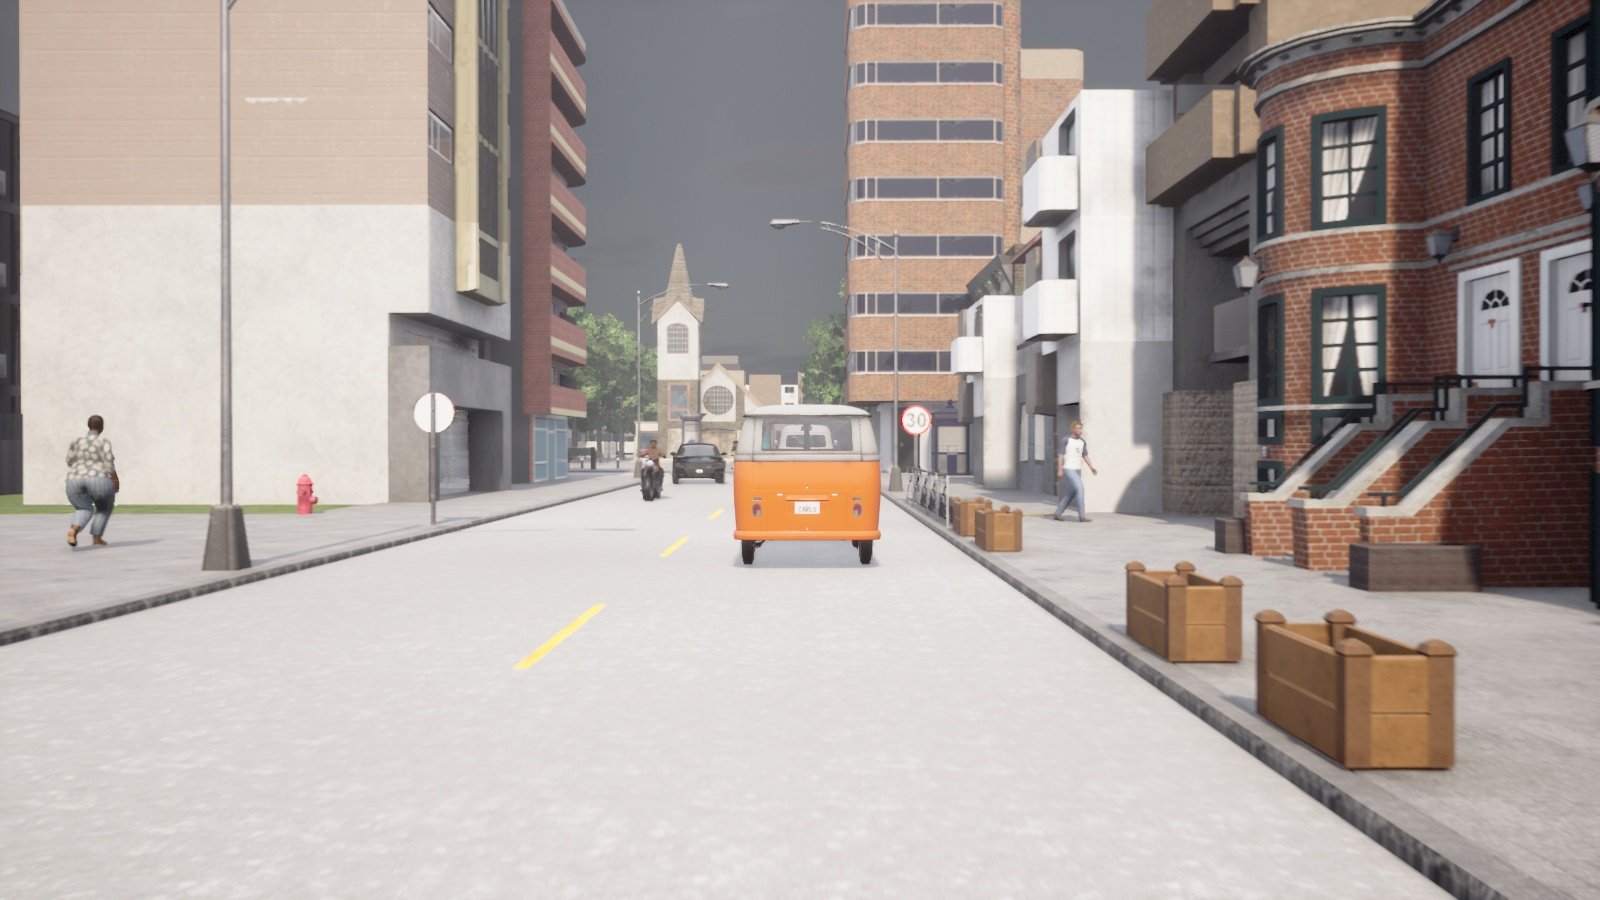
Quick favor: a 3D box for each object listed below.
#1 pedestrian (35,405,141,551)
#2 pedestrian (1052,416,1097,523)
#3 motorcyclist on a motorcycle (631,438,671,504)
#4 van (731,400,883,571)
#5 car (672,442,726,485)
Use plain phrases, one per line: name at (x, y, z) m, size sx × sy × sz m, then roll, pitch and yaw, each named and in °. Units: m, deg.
pedestrian at (-9.291, 0.356, 16.415) m, size 0.874 × 1.855 × 0.900 m, roll 0°, pitch 0°, yaw -1°
pedestrian at (4.776, 0.337, 21.892) m, size 0.354 × 1.836 × 0.706 m, roll 0°, pitch 0°, yaw -36°
motorcyclist on a motorcycle at (-3.844, 0.510, 32.545) m, size 0.766 × 1.649 × 2.350 m, roll 0°, pitch 0°, yaw 0°
van at (0.092, 0.404, 16.850) m, size 1.775 × 1.987 × 4.442 m, roll 0°, pitch 0°, yaw 0°
car at (-3.805, 0.457, 46.782) m, size 1.882 × 1.535 × 5.008 m, roll 0°, pitch 0°, yaw -6°
